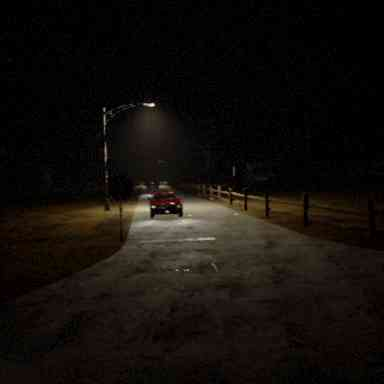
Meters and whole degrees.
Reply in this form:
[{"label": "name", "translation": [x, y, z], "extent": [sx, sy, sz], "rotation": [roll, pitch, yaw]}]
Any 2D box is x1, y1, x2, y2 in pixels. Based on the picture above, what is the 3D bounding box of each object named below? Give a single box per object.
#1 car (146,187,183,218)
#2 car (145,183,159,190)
[{"label": "car", "translation": [-1.658, 0.672, 20.026], "extent": [1.812, 1.442, 4.674], "rotation": [-2, 3, -8]}, {"label": "car", "translation": [-6.020, -0.586, 50.596], "extent": [2.128, 1.511, 4.902], "rotation": [-2, 3, -8]}]
